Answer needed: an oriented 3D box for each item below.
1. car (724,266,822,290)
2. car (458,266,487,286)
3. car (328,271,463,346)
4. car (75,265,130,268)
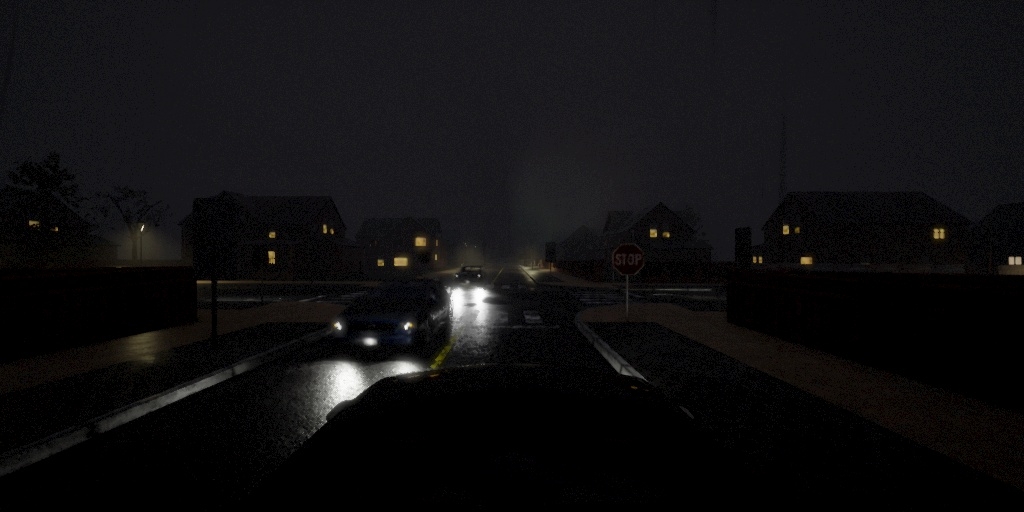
[{"bbox_3d":[14.160,1.322,19.295,5.008,1.535,1.882,0,0,0],"label":"car"},{"bbox_3d":[-2.837,1.378,25.203,1.895,1.301,4.718,0,0,0],"label":"car"},{"bbox_3d":[-2.776,1.299,9.681,2.033,1.411,5.357,0,0,0],"label":"car"},{"bbox_3d":[-17.972,1.175,16.140,4.902,1.511,2.128,0,0,0],"label":"car"}]
